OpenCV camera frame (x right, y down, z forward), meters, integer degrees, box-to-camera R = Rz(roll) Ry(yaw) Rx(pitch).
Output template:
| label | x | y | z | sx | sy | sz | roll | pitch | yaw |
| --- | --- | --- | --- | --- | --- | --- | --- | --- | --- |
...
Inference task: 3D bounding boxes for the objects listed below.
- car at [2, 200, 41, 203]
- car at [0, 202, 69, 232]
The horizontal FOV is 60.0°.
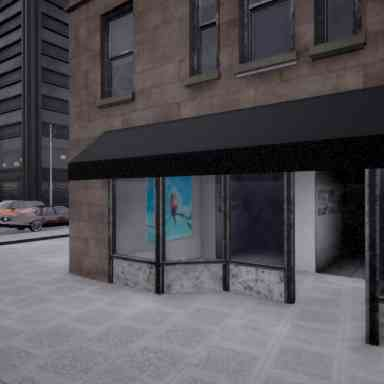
| label | x | y | z | sx | sy | sz | roll | pitch | yaw |
| --- | --- | --- | --- | --- | --- | --- | --- | --- | --- |
| car | -11.345 | 1.311 | 21.002 | 2.097 | 1.767 | 4.553 | 0 | 0 | 35 |
| car | -8.427 | 1.491 | 19.754 | 2.033 | 1.411 | 5.357 | 0 | 0 | 35 |
